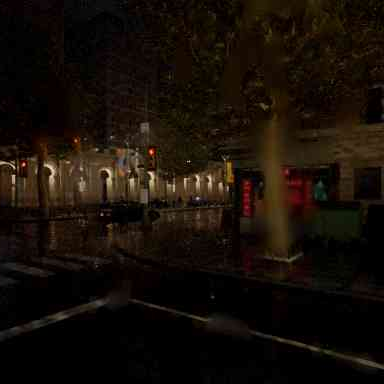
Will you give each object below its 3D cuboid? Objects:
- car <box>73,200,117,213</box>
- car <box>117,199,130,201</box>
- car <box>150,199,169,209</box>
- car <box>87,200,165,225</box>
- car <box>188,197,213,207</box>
[{"bbox_3d":[-10.692,1.579,35.887,1.994,1.385,4.181,0,0,36],"label":"car"},{"bbox_3d":[-10.236,1.613,47.899,1.895,1.301,4.718,0,0,36],"label":"car"},{"bbox_3d":[-4.933,1.579,43.894,1.994,1.385,4.181,0,0,35],"label":"car"},{"bbox_3d":[-4.586,1.556,24.140,2.033,1.411,5.357,0,0,34],"label":"car"},{"bbox_3d":[1.316,1.562,52.540,2.033,1.411,5.357,0,0,36],"label":"car"}]
